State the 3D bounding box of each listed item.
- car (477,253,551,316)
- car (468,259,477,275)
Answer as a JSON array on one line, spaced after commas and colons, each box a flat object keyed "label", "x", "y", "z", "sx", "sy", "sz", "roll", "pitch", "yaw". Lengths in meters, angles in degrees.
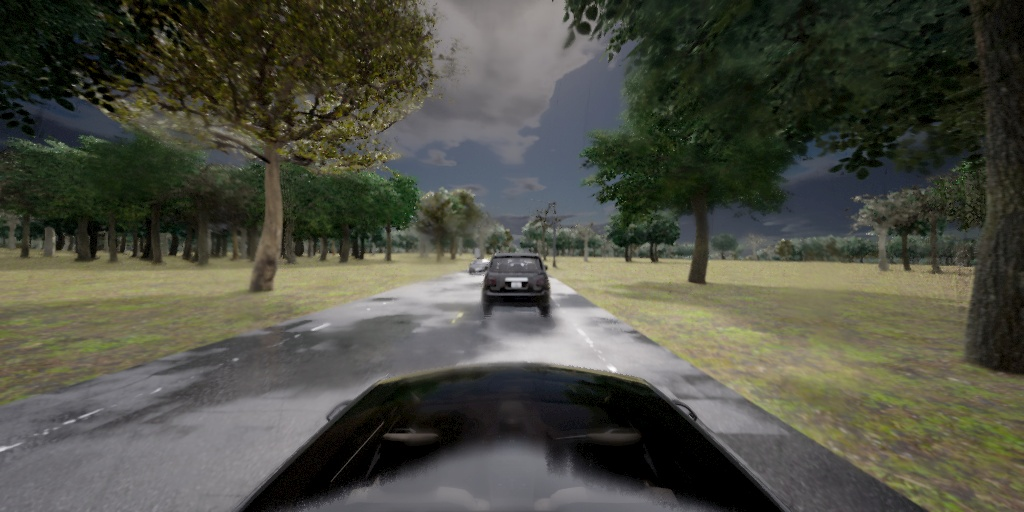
[{"label": "car", "x": 0.161, "y": 0.908, "z": 13.086, "sx": 2.150, "sy": 2.045, "sz": 5.566, "roll": 0, "pitch": 0, "yaw": 1}, {"label": "car", "x": -3.130, "y": 1.065, "z": 35.528, "sx": 2.128, "sy": 1.511, "sz": 4.902, "roll": 0, "pitch": 0, "yaw": 1}]
